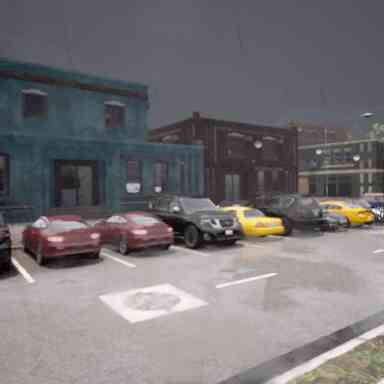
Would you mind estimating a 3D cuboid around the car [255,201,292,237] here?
[{"bbox_3d":[2.043,1.404,16.633,1.946,1.575,5.366,0,0,-35],"label":"car"}]

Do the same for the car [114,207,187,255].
[{"bbox_3d":[-2.431,1.479,13.223,2.002,1.452,4.674,0,0,-35],"label":"car"}]

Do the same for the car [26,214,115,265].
[{"bbox_3d":[-4.644,1.495,11.651,2.002,1.452,4.674,0,0,-35],"label":"car"}]

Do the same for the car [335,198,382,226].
[{"bbox_3d":[8.849,1.365,21.234,2.097,1.535,5.008,0,0,-35],"label":"car"}]

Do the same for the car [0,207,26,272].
[{"bbox_3d":[-6.929,1.222,10.066,2.435,2.045,5.566,0,0,-35],"label":"car"}]

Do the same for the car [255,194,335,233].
[{"bbox_3d":[4.399,1.142,18.115,2.435,2.045,5.566,0,0,-35],"label":"car"}]

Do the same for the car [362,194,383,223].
[{"bbox_3d":[11.194,1.225,22.945,2.185,1.767,4.553,0,0,-35],"label":"car"}]

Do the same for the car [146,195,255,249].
[{"bbox_3d":[-0.202,1.172,14.776,2.435,2.045,5.566,0,0,-35],"label":"car"}]

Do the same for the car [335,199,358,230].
[{"bbox_3d":[6.678,1.380,19.706,2.231,1.521,4.892,0,0,-35],"label":"car"}]
